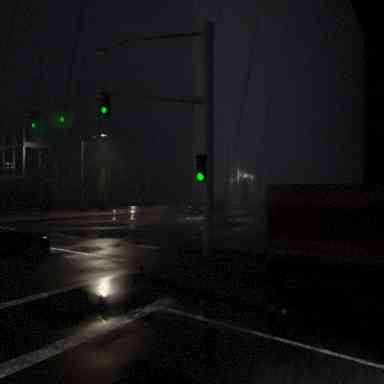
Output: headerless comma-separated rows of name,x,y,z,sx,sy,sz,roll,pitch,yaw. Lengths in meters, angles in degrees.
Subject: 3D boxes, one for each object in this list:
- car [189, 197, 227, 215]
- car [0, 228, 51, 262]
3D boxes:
car,1.640,1.390,33.695,2.097,1.767,4.553,0,0,36
car,-6.639,1.546,9.962,1.812,1.442,4.674,0,0,36
